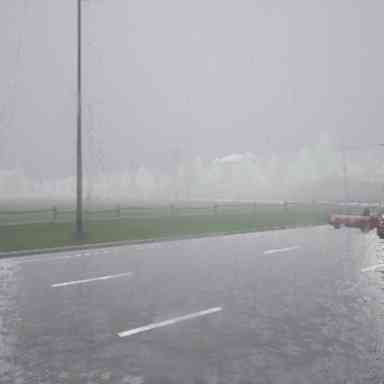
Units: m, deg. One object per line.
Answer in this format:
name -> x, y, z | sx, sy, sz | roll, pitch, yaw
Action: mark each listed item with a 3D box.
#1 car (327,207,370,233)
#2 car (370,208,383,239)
car -> 10.156, 1.568, 19.663 | 4.718, 1.301, 1.895 | 0, 0, -35
car -> 10.870, 1.321, 15.893 | 4.553, 1.767, 2.097 | 0, 0, -35
